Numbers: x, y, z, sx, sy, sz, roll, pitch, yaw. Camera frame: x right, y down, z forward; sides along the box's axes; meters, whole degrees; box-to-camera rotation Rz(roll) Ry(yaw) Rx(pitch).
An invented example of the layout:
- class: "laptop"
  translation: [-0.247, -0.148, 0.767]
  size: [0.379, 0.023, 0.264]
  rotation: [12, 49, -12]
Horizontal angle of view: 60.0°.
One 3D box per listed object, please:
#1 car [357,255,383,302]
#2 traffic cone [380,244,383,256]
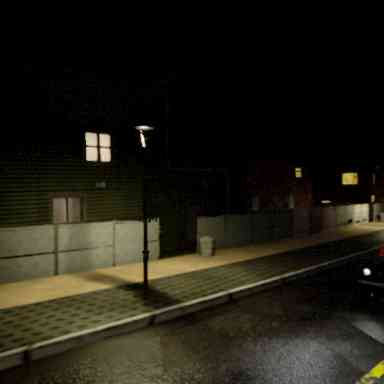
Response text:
- class: "car"
  translation: [5.513, 1.652, 7.463]
  size: [4.718, 1.301, 1.895]
  rotation: [0, -1, -42]
- class: "traffic cone"
  translation: [6.465, 2.048, 11.210]
  size: [0.340, 0.580, 0.340]
  rotation: [0, -1, -43]
